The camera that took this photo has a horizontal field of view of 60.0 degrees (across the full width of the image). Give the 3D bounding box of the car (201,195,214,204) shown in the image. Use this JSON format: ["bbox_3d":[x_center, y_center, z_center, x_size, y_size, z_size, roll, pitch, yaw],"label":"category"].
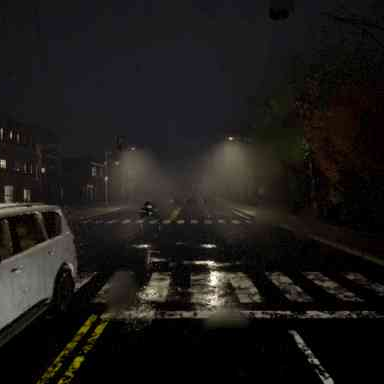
[{"bbox_3d":[3.199,1.577,63.217,1.895,1.301,4.718,0,0,0],"label":"car"}]

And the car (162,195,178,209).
[{"bbox_3d":[-3.458,1.335,45.600,2.097,1.767,4.553,0,0,0],"label":"car"}]

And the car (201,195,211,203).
[{"bbox_3d":[3.072,1.495,73.222,2.128,1.511,4.902,0,0,0],"label":"car"}]

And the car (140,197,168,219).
[{"bbox_3d":[-3.422,1.496,29.405,1.837,1.490,4.892,0,0,0],"label":"car"}]

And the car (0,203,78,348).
[{"bbox_3d":[-3.361,1.221,4.512,2.150,2.045,5.566,0,0,0],"label":"car"}]

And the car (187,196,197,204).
[{"bbox_3d":[-0.057,1.577,64.460,1.895,1.301,4.718,0,0,0],"label":"car"}]

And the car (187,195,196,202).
[{"bbox_3d":[-0.168,1.511,74.659,2.033,1.411,5.357,0,0,0],"label":"car"}]
